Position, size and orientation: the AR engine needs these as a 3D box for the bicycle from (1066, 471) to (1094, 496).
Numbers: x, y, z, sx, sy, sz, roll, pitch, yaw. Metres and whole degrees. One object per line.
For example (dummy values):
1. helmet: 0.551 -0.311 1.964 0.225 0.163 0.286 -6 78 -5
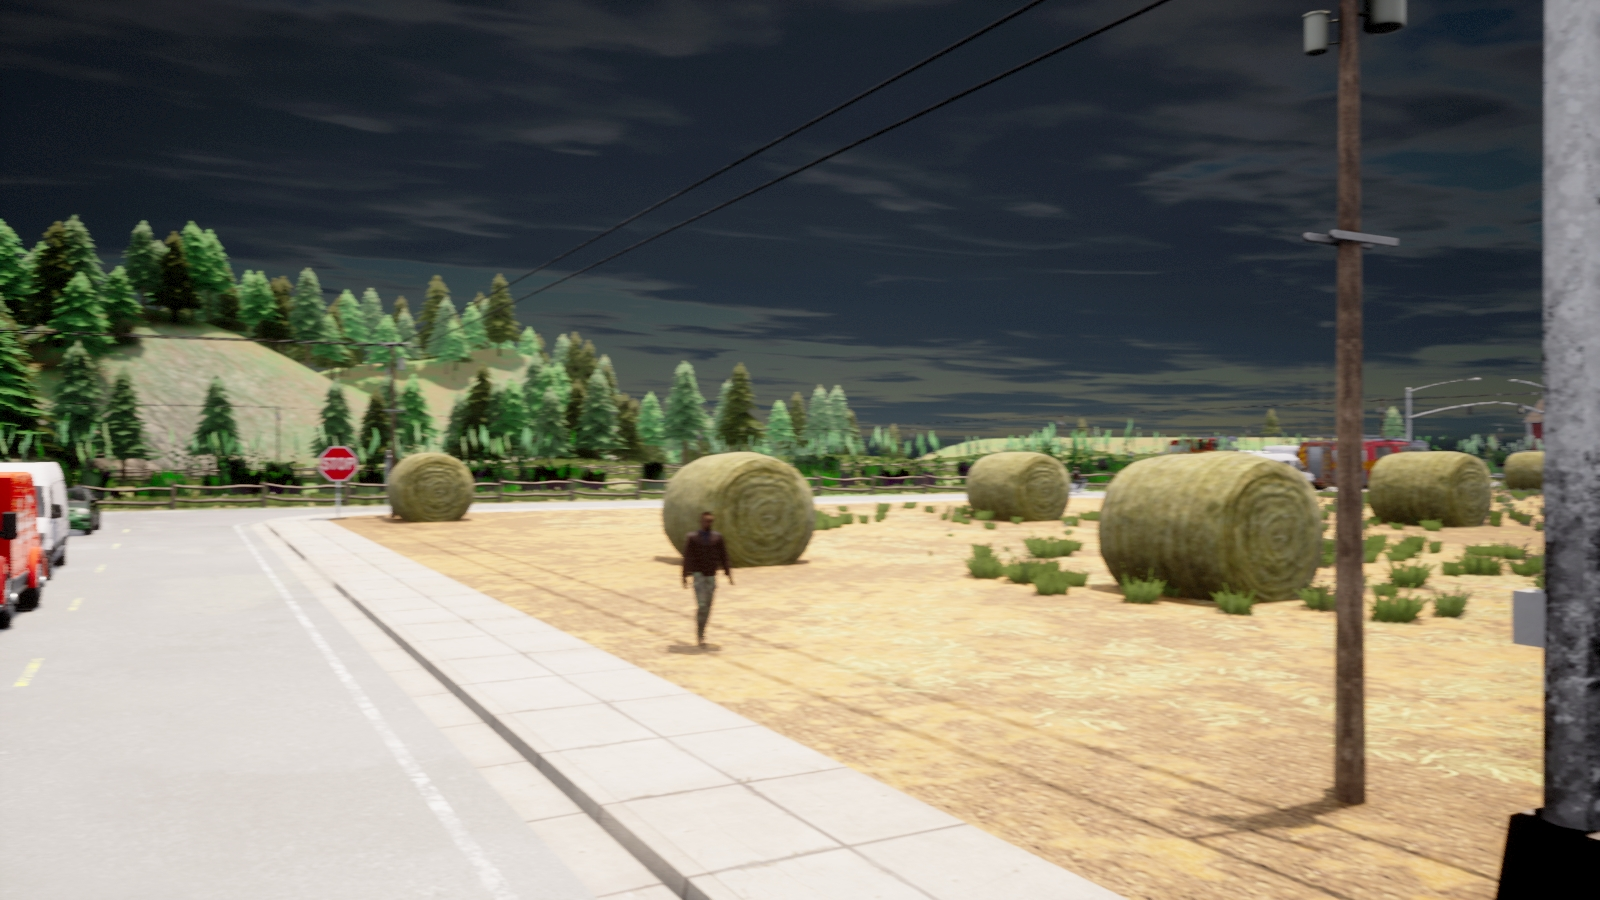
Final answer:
1. bicycle: 16.971 2.036 69.185 1.835 1.471 0.329 0 0 -26

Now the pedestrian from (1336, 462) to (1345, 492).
1. pedestrian: 33.480 1.654 70.741 0.375 1.860 0.375 0 0 -44

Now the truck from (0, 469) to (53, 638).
1. truck: -14.179 1.590 18.909 2.627 2.467 5.204 0 0 -29

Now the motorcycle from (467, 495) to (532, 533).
1. motorcycle: -10.412 2.212 39.618 2.033 1.199 0.803 0 0 -30

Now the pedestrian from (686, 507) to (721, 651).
1. pedestrian: -1.277 1.689 15.092 0.375 1.860 0.375 0 0 -19

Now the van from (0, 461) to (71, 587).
1. van: -18.123 1.563 26.185 1.988 2.561 5.915 0 0 -29

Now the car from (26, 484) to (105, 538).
1. car: -25.107 2.040 39.157 1.851 1.617 3.988 0 0 -27
